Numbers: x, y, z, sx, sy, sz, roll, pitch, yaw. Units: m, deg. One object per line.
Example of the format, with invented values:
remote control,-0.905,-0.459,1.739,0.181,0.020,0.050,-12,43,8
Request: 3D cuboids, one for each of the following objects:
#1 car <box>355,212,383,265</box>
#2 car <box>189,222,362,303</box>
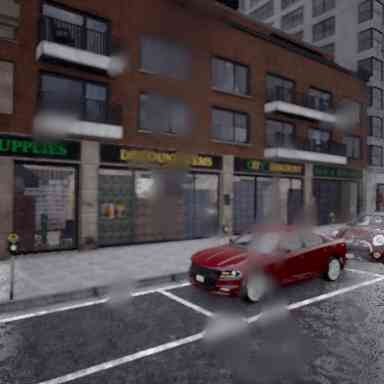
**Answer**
car,6.463,1.429,11.377,4.097,1.590,1.967,0,1,-36
car,2.003,1.539,8.189,4.507,1.381,1.887,0,1,-36
